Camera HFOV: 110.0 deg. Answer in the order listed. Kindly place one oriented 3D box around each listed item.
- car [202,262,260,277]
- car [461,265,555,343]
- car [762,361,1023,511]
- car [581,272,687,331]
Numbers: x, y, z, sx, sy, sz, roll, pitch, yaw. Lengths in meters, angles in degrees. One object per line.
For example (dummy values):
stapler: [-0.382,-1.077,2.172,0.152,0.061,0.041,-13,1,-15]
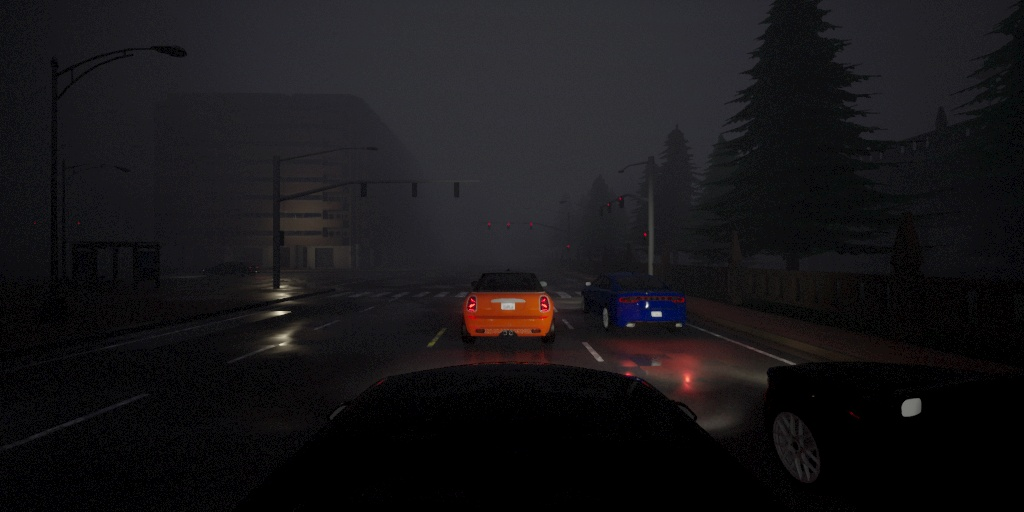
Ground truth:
car: [-27.905,1.310,35.670,4.892,1.490,1.837,0,0,-1]
car: [-0.081,1.102,9.835,2.097,1.767,4.553,0,0,0]
car: [3.288,1.228,1.453,1.882,1.535,5.008,0,0,3]
car: [3.419,1.228,10.979,1.882,1.535,5.008,0,0,0]
